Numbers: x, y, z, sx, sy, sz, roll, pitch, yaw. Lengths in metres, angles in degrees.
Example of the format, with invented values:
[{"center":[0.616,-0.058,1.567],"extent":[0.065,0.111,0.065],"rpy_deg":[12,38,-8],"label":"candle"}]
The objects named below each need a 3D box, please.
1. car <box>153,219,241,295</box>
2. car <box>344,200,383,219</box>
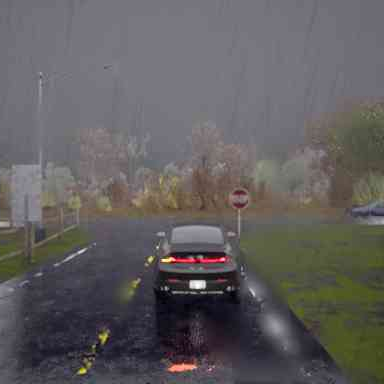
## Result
[{"center":[0.113,1.474,8.624],"extent":[1.837,1.490,4.892],"rpy_deg":[0,0,0],"label":"car"},{"center":[14.832,1.315,25.895],"extent":[5.357,1.411,2.033],"rpy_deg":[0,0,1],"label":"car"}]
